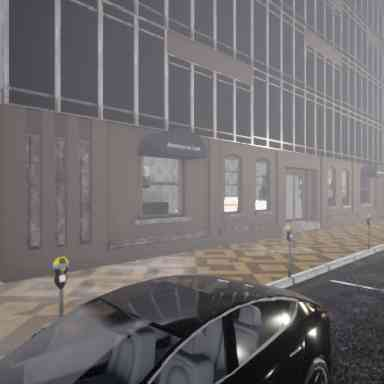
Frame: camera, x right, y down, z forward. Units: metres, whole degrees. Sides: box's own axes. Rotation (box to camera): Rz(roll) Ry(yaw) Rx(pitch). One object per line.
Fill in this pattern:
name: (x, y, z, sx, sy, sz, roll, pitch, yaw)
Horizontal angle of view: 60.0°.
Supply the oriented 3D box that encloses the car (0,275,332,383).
car: (-0.339, 1.566, 2.854, 4.313, 1.339, 1.947, 0, 0, -44)
